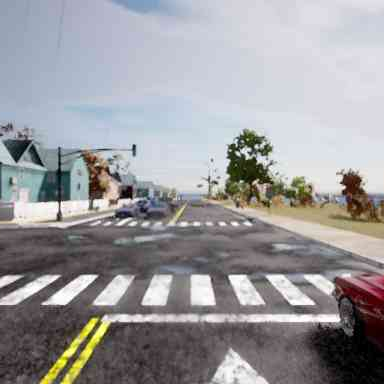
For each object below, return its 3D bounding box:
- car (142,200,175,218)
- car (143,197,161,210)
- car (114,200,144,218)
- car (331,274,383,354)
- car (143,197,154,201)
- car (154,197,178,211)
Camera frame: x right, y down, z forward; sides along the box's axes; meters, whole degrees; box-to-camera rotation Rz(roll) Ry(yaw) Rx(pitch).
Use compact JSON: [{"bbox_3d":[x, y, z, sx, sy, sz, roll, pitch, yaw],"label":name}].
[{"bbox_3d":[-3.318,1.887,34.089,2.033,1.411,5.357,0,-1,4],"label":"car"},{"bbox_3d":[-6.559,1.783,54.964,2.150,2.045,5.566,0,-1,1],"label":"car"},{"bbox_3d":[-6.591,1.890,34.439,2.033,1.411,5.357,0,-1,0],"label":"car"},{"bbox_3d":[3.349,1.637,3.699,1.895,1.301,4.718,0,-1,0],"label":"car"},{"bbox_3d":[-6.584,1.799,44.398,2.097,1.767,4.553,0,-1,0],"label":"car"},{"bbox_3d":[-3.336,1.665,44.344,2.150,2.045,5.566,0,0,0],"label":"car"}]
